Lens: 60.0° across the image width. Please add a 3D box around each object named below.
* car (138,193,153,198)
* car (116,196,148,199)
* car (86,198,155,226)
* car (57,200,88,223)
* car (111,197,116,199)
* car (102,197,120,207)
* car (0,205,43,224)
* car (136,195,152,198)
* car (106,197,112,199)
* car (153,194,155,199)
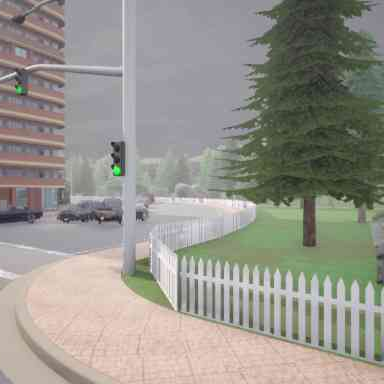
[{"bbox_3d":[-9.357,1.296,60.005,2.097,1.767,4.553,0,0,-32],"label":"car"},{"bbox_3d":[-6.169,1.470,34.727,1.812,1.442,4.674,0,0,3],"label":"car"},{"bbox_3d":[-4.746,1.436,23.030,2.128,1.511,4.902,0,0,20],"label":"car"},{"bbox_3d":[-7.798,1.492,25.283,2.033,1.411,5.357,0,0,17],"label":"car"},{"bbox_3d":[-9.795,1.492,41.909,2.033,1.411,5.357,0,0,-7],"label":"car"},{"bbox_3d":[-12.649,1.508,51.565,1.994,1.385,4.181,0,0,-24],"label":"car"},{"bbox_3d":[-12.683,1.545,22.602,1.895,1.301,4.718,0,0,23],"label":"car"},{"bbox_3d":[-6.925,1.470,44.918,1.812,1.442,4.674,0,0,-13],"label":"car"},{"bbox_3d":[-9.882,1.492,31.835,2.033,1.411,5.357,0,0,8],"label":"car"},{"bbox_3d":[-9.583,1.166,66.430,2.150,2.045,5.566,0,0,-40],"label":"car"}]
